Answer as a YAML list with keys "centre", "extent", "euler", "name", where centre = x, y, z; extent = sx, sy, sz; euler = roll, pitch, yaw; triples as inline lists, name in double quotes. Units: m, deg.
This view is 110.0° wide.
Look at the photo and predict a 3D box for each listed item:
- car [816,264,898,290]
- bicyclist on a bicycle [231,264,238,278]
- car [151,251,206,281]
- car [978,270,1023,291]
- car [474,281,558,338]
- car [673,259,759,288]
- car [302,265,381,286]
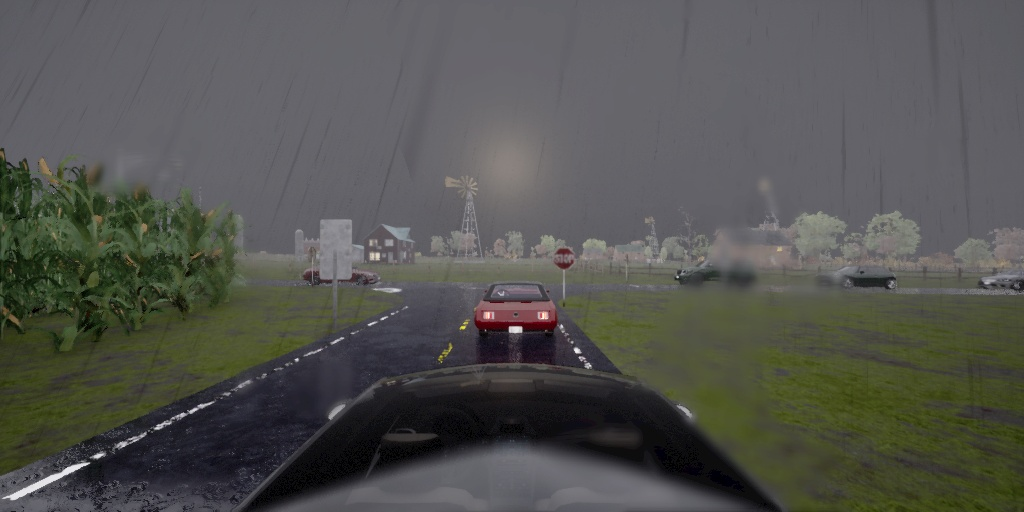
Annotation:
- centre: [24.939, 1.461, 26.076]
  extent: [4.553, 1.767, 2.097]
  euler: [1, -1, 0]
  name: "car"
- centre: [-22.675, 0.996, 28.896]
  extent: [0.582, 1.620, 1.656]
  euler: [1, 0, 0]
  name: "bicyclist on a bicycle"
- centre: [-22.970, 0.685, 22.931]
  extent: [5.566, 2.045, 2.150]
  euler: [1, -1, -1]
  name: "car"
- centre: [37.097, 1.750, 26.110]
  extent: [4.902, 1.511, 2.128]
  euler: [1, -1, 0]
  name: "car"
- centre: [0.139, 1.354, 10.202]
  extent: [1.895, 1.301, 4.718]
  euler: [0, 0, 1]
  name: "car"
- centre: [14.780, 1.204, 26.036]
  extent: [5.566, 2.045, 2.150]
  euler: [1, -1, 0]
  name: "car"
- centre: [-10.847, 1.141, 22.975]
  extent: [4.674, 1.442, 1.812]
  euler: [1, -1, 0]
  name: "car"
